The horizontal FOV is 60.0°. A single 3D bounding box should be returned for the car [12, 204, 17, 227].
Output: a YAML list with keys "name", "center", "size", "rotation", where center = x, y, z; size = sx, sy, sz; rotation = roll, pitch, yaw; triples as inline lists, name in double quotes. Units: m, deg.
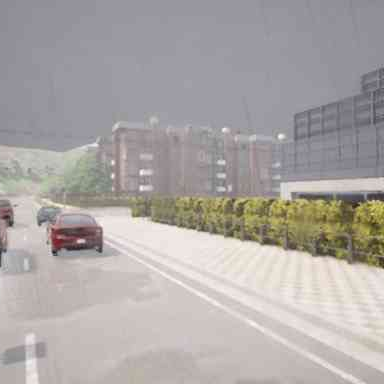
- name: "car"
  center: [-14.300, 1.478, 24.533]
  size: [2.150, 2.045, 5.566]
  rotation: [0, 0, -27]

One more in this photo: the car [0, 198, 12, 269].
- name: "car"
  center: [-7.459, 1.339, 11.100]
  size: [2.150, 2.045, 5.566]
  rotation: [0, 0, -26]

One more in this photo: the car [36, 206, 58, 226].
- name: "car"
  center: [-11.127, 1.821, 26.109]
  size: [2.033, 1.411, 5.357]
  rotation: [0, -1, -26]

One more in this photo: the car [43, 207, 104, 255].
- name: "car"
  center: [-5.086, 1.628, 14.192]
  size: [1.882, 1.535, 5.008]
  rotation: [0, 0, -26]
